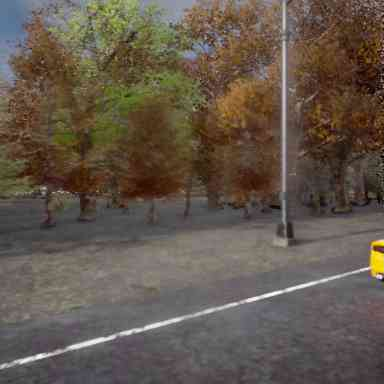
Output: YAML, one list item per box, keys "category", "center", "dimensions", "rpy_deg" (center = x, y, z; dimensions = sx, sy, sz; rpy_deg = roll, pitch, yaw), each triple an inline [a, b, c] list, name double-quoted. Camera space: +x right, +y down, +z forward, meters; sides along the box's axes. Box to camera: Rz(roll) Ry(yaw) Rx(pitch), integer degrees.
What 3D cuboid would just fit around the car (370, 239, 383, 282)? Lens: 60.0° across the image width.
- category: "car"
  center: [6.483, 1.453, 8.380]
  dimensions: [5.008, 1.535, 1.882]
  rpy_deg: [0, 0, -35]
